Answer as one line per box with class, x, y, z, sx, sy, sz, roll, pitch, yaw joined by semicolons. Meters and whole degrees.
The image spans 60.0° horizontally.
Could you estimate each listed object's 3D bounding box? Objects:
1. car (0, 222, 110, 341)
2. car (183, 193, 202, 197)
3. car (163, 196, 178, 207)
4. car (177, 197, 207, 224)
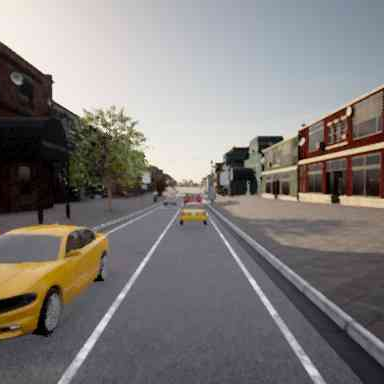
car;-3.102;1.453;6.839;1.882;1.535;5.008;0;0;0
car;0.087;1.130;42.139;2.150;2.045;5.566;0;0;0
car;-3.092;1.374;48.212;1.837;1.490;4.892;0;1;0
car;0.093;1.408;23.982;1.801;1.575;5.366;0;0;0
